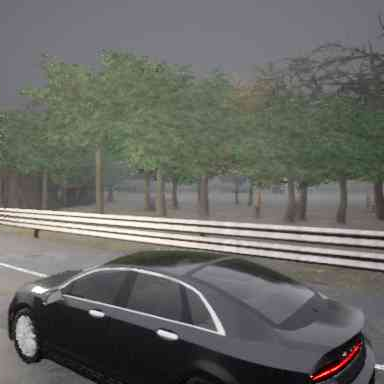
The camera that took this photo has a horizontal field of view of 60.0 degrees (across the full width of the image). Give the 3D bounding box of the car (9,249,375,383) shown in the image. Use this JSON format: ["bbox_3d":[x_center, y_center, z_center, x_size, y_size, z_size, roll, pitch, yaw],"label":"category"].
[{"bbox_3d":[-0.465,1.513,4.239,4.892,1.490,1.837,0,0,36],"label":"car"}]
